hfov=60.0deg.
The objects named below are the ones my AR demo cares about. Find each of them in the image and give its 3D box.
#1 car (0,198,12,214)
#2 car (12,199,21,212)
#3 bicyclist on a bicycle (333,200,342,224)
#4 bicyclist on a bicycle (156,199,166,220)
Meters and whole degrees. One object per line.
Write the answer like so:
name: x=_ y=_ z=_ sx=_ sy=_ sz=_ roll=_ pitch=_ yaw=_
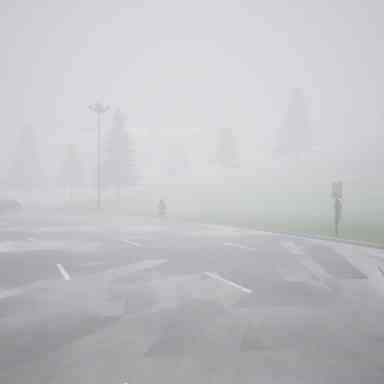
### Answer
car: x=-20.790 y=1.526 z=33.567 sx=4.674 sy=1.442 sz=1.812 roll=0 pitch=0 yaw=28
car: x=-21.602 y=1.505 z=37.829 sx=4.892 sy=1.490 sz=1.837 roll=0 pitch=0 yaw=26
bicyclist on a bicycle: x=9.669 y=1.307 z=22.092 sx=0.582 sy=1.620 sz=1.656 roll=0 pitch=-2 yaw=16
bicyclist on a bicycle: x=-2.450 y=1.390 z=26.841 sx=0.582 sy=1.620 sz=1.656 roll=5 pitch=5 yaw=-33
